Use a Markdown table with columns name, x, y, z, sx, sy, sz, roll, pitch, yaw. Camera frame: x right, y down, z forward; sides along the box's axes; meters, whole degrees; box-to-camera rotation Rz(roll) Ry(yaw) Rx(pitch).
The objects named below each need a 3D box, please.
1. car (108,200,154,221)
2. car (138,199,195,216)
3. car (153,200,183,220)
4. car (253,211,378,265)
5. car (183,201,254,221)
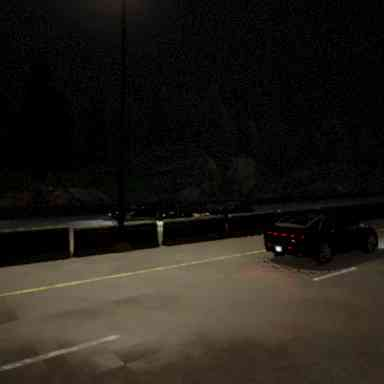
| name | x | y | z | sx | sy | sz | roll | pitch | yaw |
| --- | --- | --- | --- | --- | --- | --- | --- | --- | --- |
| car | -4.349 | 1.464 | 26.903 | 4.892 | 1.490 | 1.837 | -1 | 0 | -36 |
| car | -2.446 | 1.453 | 32.661 | 5.357 | 1.411 | 2.033 | -1 | 0 | -36 |
| car | -0.441 | 1.482 | 25.437 | 4.181 | 1.385 | 1.994 | -1 | 0 | -36 |
| car | 4.555 | 1.430 | 11.475 | 4.892 | 1.490 | 1.837 | -1 | 0 | -36 |
| car | 2.162 | 1.389 | 23.010 | 4.902 | 1.511 | 2.128 | -1 | 0 | -36 |
